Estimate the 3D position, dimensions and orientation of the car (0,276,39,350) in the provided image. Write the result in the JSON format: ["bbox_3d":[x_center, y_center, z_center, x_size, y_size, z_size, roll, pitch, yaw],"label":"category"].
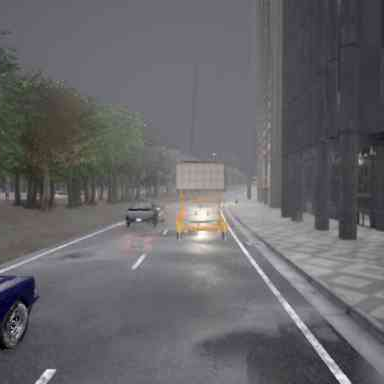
[{"bbox_3d":[-3.365,1.559,3.147,1.895,1.301,4.718,0,1,0],"label":"car"}]

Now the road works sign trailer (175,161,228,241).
[{"bbox_3d":[0.386,0.333,15.807,2.380,3.560,2.880,0,0,-3],"label":"road works sign trailer"}]

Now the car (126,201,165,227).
[{"bbox_3d":[-2.875,1.338,21.123,2.128,1.511,4.902,0,0,2],"label":"car"}]
